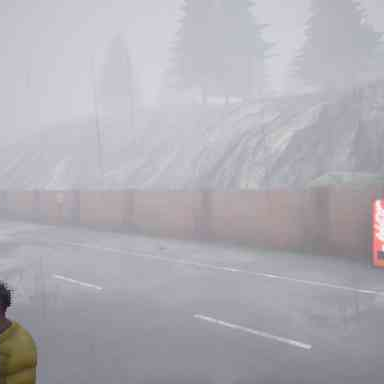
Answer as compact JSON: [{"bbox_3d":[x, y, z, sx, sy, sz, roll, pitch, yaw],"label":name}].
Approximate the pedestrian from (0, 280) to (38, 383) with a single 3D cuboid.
[{"bbox_3d":[-1.057,1.294,1.854,0.375,1.860,0.375,0,0,37],"label":"pedestrian"}]
